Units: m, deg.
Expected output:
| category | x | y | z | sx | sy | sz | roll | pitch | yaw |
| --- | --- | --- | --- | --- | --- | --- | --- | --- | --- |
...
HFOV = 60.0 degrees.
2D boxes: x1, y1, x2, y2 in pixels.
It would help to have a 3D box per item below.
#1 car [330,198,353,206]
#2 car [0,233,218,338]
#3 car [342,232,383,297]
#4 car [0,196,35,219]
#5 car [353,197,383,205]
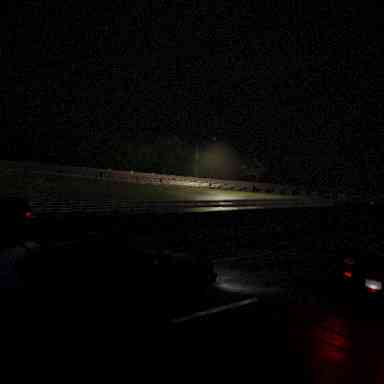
| category | x | y | z | sx | sy | sz | roll | pitch | yaw |
| --- | --- | --- | --- | --- | --- | --- | --- | --- | --- |
| car | 20.243 | 1.589 | 44.158 | 4.674 | 1.442 | 1.812 | 0 | 0 | -35 |
| car | -2.048 | 1.550 | 6.596 | 5.357 | 1.411 | 2.033 | 0 | 0 | -35 |
| car | 5.219 | 1.537 | 7.462 | 4.674 | 1.442 | 1.812 | 0 | 0 | -35 |
| car | -9.748 | 1.220 | 14.233 | 5.566 | 2.045 | 2.150 | 0 | 0 | -35 |
| car | 22.640 | 1.418 | 41.568 | 4.553 | 1.767 | 2.097 | 0 | 0 | -35 |
